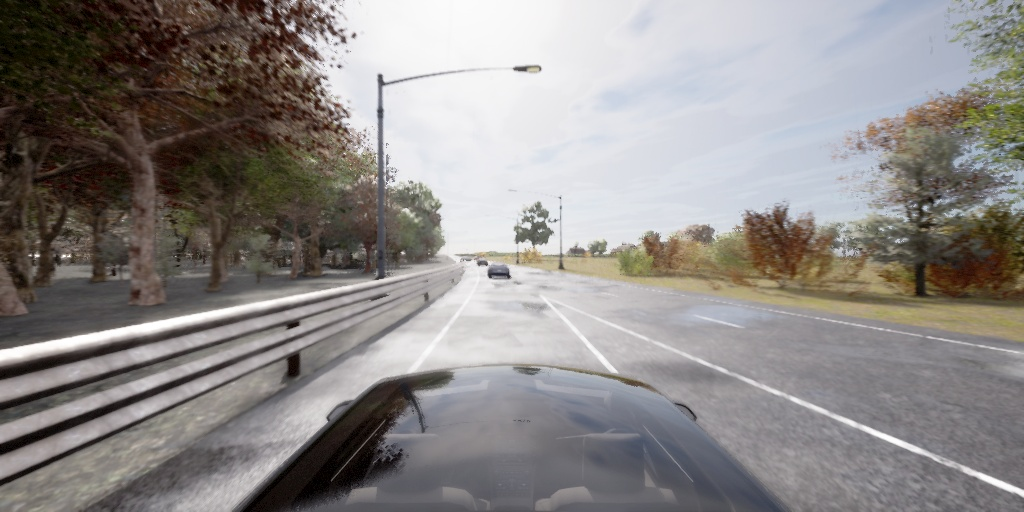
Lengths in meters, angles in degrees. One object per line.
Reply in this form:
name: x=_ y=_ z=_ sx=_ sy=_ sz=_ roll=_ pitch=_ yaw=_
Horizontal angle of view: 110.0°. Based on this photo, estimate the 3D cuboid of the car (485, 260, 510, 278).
car: x=-1.285 y=1.264 z=33.821 sx=1.994 sy=1.385 sz=4.181 roll=0 pitch=0 yaw=-5
